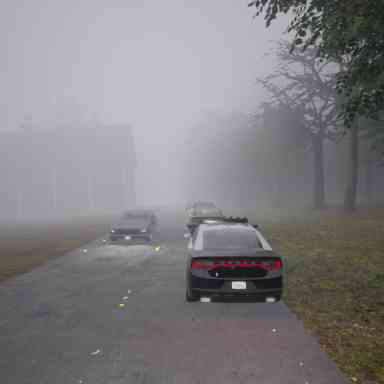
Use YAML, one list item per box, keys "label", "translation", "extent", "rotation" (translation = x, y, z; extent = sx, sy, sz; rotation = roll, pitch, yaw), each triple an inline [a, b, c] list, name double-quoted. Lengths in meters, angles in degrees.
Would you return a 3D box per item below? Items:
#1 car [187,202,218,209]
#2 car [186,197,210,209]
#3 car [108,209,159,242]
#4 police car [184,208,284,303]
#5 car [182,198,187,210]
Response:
- label: "car"
  translation: [0.821, 1.534, 18.311]
  extent: [1.882, 1.535, 5.008]
  rotation: [0, 0, 0]
- label: "car"
  translation: [0.819, 1.449, 24.285]
  extent: [2.097, 1.767, 4.553]
  rotation: [0, 0, 0]
- label: "car"
  translation: [-2.755, 1.595, 16.900]
  extent: [2.033, 1.411, 5.357]
  rotation: [0, 0, 0]
- label: "police car"
  translation: [0.823, 1.438, 8.418]
  extent: [1.930, 1.638, 5.238]
  rotation: [0, 0, 0]
- label: "car"
  translation: [0.018, 1.831, 45.682]
  extent: [2.033, 1.411, 5.357]
  rotation: [0, -1, 1]
